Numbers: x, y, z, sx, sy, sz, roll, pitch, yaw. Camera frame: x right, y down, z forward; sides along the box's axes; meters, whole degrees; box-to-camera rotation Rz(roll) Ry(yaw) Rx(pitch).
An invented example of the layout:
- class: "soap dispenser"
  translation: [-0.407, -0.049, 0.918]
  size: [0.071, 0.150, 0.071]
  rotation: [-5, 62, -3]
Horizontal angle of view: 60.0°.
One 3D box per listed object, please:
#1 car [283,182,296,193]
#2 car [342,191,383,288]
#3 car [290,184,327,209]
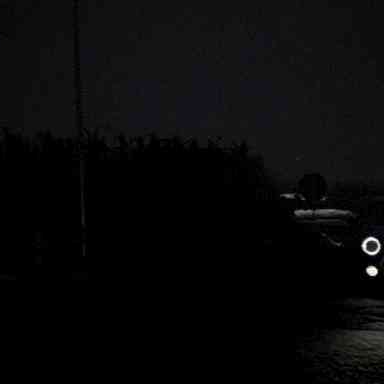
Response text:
- class: "car"
  translation: [14.152, -0.677, 47.676]
  size: [2.128, 1.511, 4.902]
  rotation: [-2, 2, 15]
- class: "car"
  translation: [4.824, 0.922, 7.867]
  size: [2.097, 1.767, 4.553]
  rotation: [-1, 2, 20]
- class: "car"
  translation: [8.667, 0.356, 24.706]
  size: [1.812, 1.442, 4.674]
  rotation: [-2, 2, 12]
